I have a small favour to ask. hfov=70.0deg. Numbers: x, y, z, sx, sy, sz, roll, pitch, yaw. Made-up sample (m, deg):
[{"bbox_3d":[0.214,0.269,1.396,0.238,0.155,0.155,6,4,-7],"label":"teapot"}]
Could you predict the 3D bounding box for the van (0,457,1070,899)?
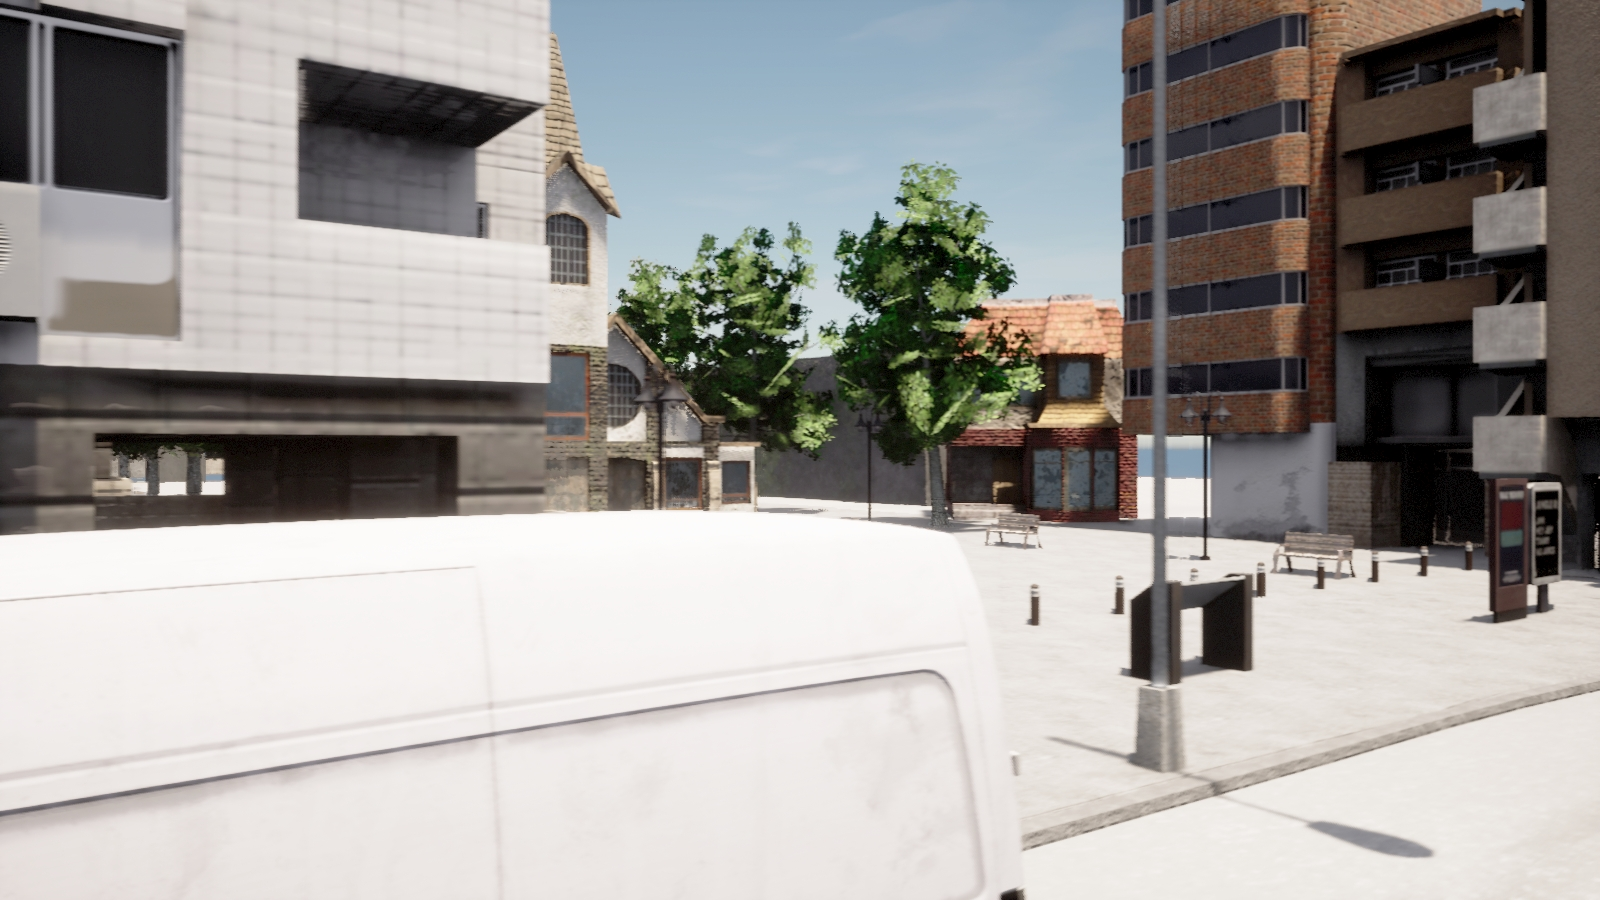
[{"bbox_3d":[-2.063,1.314,3.005,5.915,2.561,1.988,0,0,-35],"label":"van"}]
